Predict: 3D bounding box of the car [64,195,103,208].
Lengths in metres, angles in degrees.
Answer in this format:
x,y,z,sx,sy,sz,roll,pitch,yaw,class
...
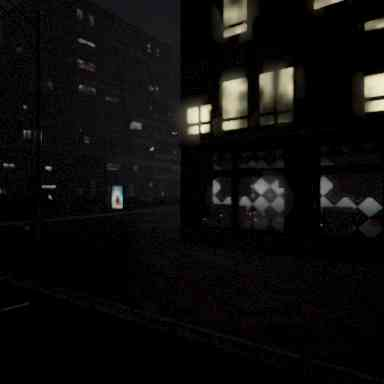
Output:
x,y,z,sx,sy,sz,roll,pitch,yaw,class
-13.100,1.144,40.407,1.802,1.307,4.206,1,2,35,car

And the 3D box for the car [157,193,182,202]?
x,y,z,sx,sy,sz,roll,pitch,yaw,class
-3.565,0.829,54.040,1.802,1.307,4.206,1,2,35,car

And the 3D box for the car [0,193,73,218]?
x,y,z,sx,sy,sz,roll,pitch,yaw,class
-12.555,1.082,26.558,2.192,1.841,5.009,1,2,35,car

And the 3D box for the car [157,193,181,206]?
x,y,z,sx,sy,sz,roll,pitch,yaw,class
-3.018,1.020,40.202,1.947,1.339,4.313,1,2,35,car

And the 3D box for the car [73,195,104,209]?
x,y,z,sx,sy,sz,roll,pitch,yaw,class
-11.946,1.084,37.561,2.128,1.511,4.902,0,1,35,car

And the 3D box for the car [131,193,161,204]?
x,y,z,sx,sy,sz,roll,pitch,yaw,class
-6.743,0.904,49.496,2.008,1.369,4.403,1,2,35,car

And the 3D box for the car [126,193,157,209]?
x,y,z,sx,sy,sz,roll,pitch,yaw,class
-6.197,1.125,35.655,1.947,1.339,4.313,1,2,35,car

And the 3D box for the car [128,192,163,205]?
x,y,z,sx,sy,sz,roll,pitch,yaw,class
-6.282,0.885,45.643,1.882,1.535,5.008,0,1,35,car
